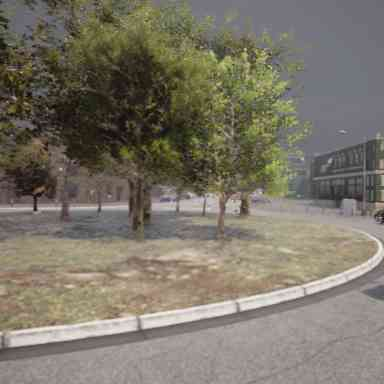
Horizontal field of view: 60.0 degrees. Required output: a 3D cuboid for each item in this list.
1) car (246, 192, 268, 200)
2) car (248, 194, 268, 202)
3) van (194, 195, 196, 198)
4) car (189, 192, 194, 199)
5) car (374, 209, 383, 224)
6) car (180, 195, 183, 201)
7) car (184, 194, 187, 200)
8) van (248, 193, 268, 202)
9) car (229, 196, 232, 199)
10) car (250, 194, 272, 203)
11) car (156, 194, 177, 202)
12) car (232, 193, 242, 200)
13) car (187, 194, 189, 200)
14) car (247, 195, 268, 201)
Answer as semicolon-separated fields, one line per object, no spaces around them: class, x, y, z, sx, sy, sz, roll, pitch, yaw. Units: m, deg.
car;17.470;1.173;89.397;5.566;2.045;2.435;0;1;9
car;16.100;1.380;81.176;4.553;1.767;2.185;0;1;9
van;-2.047;1.049;94.452;4.442;1.987;1.878;0;1;9
car;-3.093;1.073;89.035;5.566;2.045;2.435;0;1;9
car;14.896;1.623;23.395;2.128;1.511;4.902;0;-1;-3
car;-5.329;1.433;75.431;5.008;1.535;2.097;0;0;9
car;-4.390;1.271;80.863;4.553;1.767;2.185;0;0;9
van;15.061;1.326;75.837;4.442;1.987;1.878;0;1;9
car;10.547;1.207;94.932;2.097;1.767;4.553;0;1;9
car;13.773;1.621;67.595;4.792;1.488;2.163;0;0;9
car;-5.745;1.322;72.699;4.553;1.767;2.185;0;0;9
car;12.636;1.148;89.219;2.150;2.045;5.566;0;1;9
car;-3.975;1.376;83.595;4.892;1.521;2.231;0;0;9
car;16.541;1.476;84.047;5.008;1.535;2.097;0;1;9
